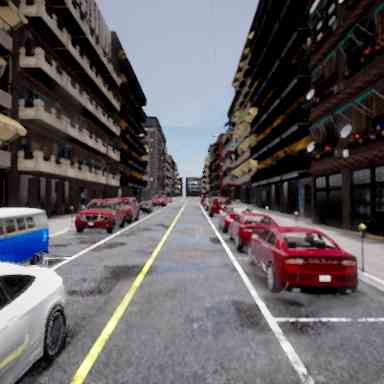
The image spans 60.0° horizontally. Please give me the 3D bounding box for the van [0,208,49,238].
[{"bbox_3d":[-5.279,1.353,8.778,1.690,1.788,3.998,1,0,0],"label":"van"}]

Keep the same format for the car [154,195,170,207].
[{"bbox_3d":[-5.219,1.444,53.021,2.192,1.841,5.009,1,0,0],"label":"car"}]

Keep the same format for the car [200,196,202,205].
[{"bbox_3d":[2.621,1.711,52.954,1.802,1.307,4.206,1,0,0],"label":"car"}]

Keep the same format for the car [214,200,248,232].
[{"bbox_3d":[2.621,1.472,19.767,1.967,1.590,4.097,1,0,0],"label":"car"}]

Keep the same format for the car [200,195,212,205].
[{"bbox_3d":[2.641,1.492,64.018,2.192,1.841,5.009,1,0,0],"label":"car"}]

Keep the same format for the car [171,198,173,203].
[{"bbox_3d":[-5.197,1.814,75.145,1.802,1.307,4.206,1,0,0],"label":"car"}]

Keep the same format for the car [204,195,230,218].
[{"bbox_3d":[2.597,1.372,30.829,2.192,1.841,5.009,1,0,0],"label":"car"}]

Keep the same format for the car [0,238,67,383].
[{"bbox_3d":[-2.745,1.529,3.225,1.812,1.442,4.674,0,0,0],"label":"car"}]

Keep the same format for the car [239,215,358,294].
[{"bbox_3d":[2.597,1.556,8.705,1.887,1.381,4.507,1,0,0],"label":"car"}]

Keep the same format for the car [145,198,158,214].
[{"bbox_3d":[-5.247,1.638,36.430,1.947,1.339,4.313,1,0,0],"label":"car"}]

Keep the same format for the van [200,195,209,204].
[{"bbox_3d":[2.648,1.545,69.549,1.690,1.788,3.998,1,0,0],"label":"van"}]

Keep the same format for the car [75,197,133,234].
[{"bbox_3d":[-5.263,1.347,19.838,2.192,1.841,5.009,1,0,0],"label":"car"}]

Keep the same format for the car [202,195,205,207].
[{"bbox_3d":[2.609,1.529,41.892,1.967,1.590,4.097,1,0,0],"label":"car"}]

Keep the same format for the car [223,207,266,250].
[{"bbox_3d":[2.604,1.566,14.235,1.887,1.381,4.507,1,0,0],"label":"car"}]

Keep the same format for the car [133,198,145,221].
[{"bbox_3d":[-5.256,1.359,25.368,2.192,1.841,5.009,1,0,0],"label":"car"}]
